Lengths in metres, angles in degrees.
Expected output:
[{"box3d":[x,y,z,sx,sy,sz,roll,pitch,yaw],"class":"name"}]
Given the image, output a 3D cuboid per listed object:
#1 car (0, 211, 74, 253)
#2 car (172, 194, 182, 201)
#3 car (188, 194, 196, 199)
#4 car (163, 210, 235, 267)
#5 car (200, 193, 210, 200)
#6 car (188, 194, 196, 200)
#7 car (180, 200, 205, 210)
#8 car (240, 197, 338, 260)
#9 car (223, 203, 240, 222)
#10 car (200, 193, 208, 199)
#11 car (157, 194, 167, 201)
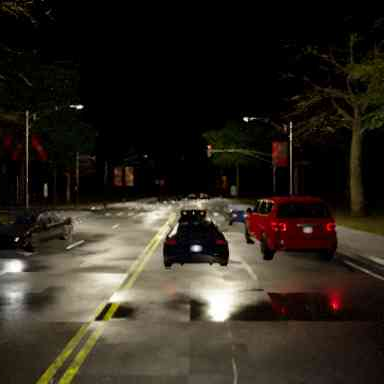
[{"box3d":[-6.595,1.499,13.758,2.033,1.411,5.357,0,0,0],"class":"car"},{"box3d":[-3.246,1.282,72.884,1.837,1.490,4.892,0,0,0],"class":"car"},{"box3d":[0.005,1.176,90.738,1.994,1.385,4.181,0,0,0],"class":"car"},{"box3d":[0.104,1.524,11.218,1.994,1.385,4.181,0,0,0],"class":"car"},{"box3d":[3.255,1.317,80.739,1.994,1.385,4.181,0,0,0],"class":"car"},{"box3d":[0.005,1.360,80.769,1.895,1.301,4.718,0,0,0],"class":"car"},{"box3d":[0.095,1.514,25.504,1.895,1.301,4.718,0,0,0],"class":"car"},{"box3d":[3.351,1.178,12.305,2.150,2.045,5.566,0,0,0],"class":"car"},{"box3d":[3.252,1.469,22.981,2.033,1.411,5.357,0,0,0],"class":"car"},{"box3d":[3.255,1.101,90.737,1.882,1.535,5.008,0,0,0],"class":"car"},{"box3d":[-6.496,1.282,72.885,1.837,1.490,4.892,0,0,0],"class":"car"}]
